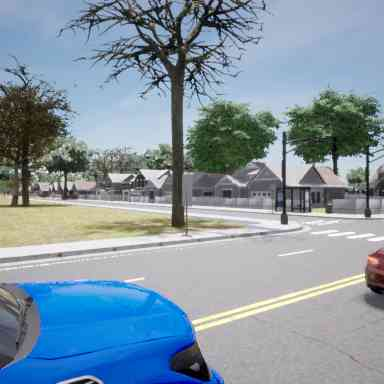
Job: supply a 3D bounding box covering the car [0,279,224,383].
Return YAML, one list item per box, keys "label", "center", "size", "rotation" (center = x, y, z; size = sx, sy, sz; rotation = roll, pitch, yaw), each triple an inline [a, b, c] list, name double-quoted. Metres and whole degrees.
- label: "car"
  center: [-2.399, 1.222, 1.730]
  size: [5.566, 2.045, 2.150]
  rotation: [0, 0, -36]

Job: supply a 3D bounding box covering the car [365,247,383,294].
- label: "car"
  center: [5.677, 1.525, 7.464]
  size: [4.674, 1.442, 1.812]
  rotation: [0, 0, -36]
